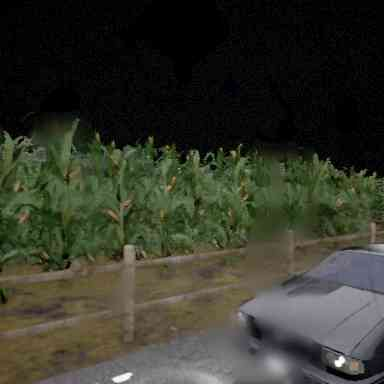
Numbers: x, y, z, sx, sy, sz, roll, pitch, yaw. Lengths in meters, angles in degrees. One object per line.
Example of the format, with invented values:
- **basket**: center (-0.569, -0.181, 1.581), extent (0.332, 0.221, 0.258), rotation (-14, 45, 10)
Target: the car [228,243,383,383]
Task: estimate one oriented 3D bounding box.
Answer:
- **car**: center (3.113, 1.595, 5.307), extent (5.357, 1.411, 2.033), rotation (1, 0, -36)
